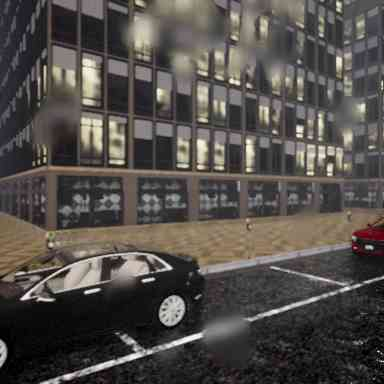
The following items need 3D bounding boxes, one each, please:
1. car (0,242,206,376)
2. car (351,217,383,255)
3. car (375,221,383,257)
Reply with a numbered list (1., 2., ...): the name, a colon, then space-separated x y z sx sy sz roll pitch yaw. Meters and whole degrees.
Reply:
1. car: -1.797 1.546 5.275 4.403 1.369 2.008 0 0 -36
2. car: 7.468 1.505 11.890 4.507 1.381 1.887 0 0 -36
3. car: 6.658 1.477 8.036 4.892 1.490 1.837 0 0 -35
